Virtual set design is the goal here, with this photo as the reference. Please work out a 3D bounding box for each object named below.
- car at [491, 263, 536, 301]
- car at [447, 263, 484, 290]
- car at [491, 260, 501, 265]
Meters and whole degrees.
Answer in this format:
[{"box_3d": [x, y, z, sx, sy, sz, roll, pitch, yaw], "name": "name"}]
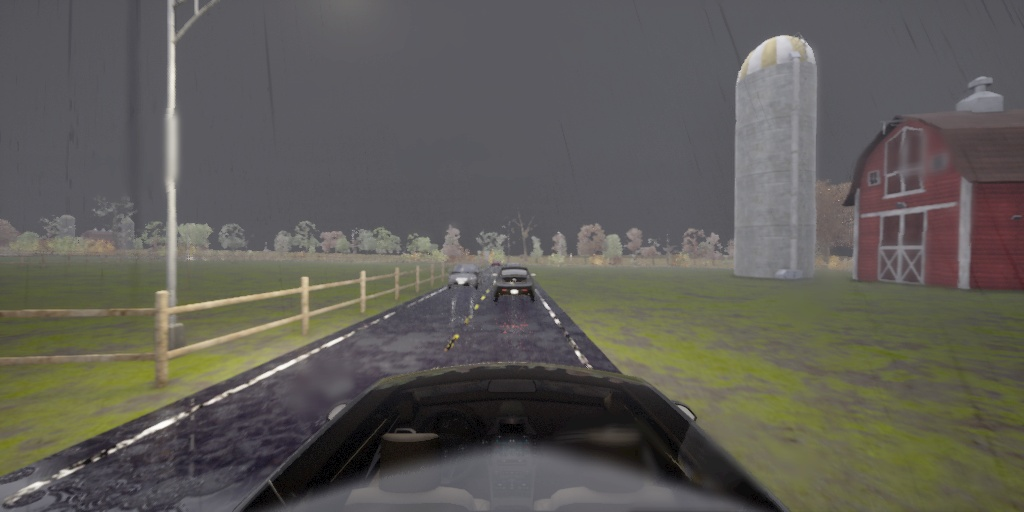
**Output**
[{"box_3d": [0.103, 1.248, 17.431, 1.837, 1.490, 4.892, 0, 0, 0], "name": "car"}, {"box_3d": [-2.845, 1.234, 22.576, 2.128, 1.511, 4.902, 0, 0, 0], "name": "car"}, {"box_3d": [-2.765, 1.361, 63.784, 1.895, 1.301, 4.718, 0, 0, 1], "name": "car"}]
